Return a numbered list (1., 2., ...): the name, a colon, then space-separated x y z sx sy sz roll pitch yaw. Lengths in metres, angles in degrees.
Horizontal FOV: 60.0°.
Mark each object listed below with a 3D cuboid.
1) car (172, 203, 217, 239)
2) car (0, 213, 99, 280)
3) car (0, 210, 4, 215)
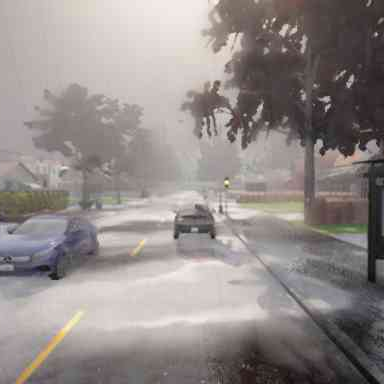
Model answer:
1. car: 0.113 1.272 15.932 1.837 1.490 4.892 0 1 0
2. car: -4.070 1.384 9.659 1.812 1.442 4.674 0 1 0
3. car: -12.870 1.101 17.561 5.357 1.415 2.033 0 1 3
